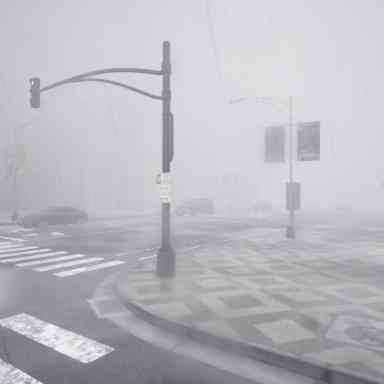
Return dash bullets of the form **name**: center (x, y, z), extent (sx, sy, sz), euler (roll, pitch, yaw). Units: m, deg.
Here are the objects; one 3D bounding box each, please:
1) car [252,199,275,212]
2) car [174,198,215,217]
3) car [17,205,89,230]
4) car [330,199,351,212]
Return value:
- **car**: center (11.028, 2.297, 52.061), extent (1.837, 1.490, 4.892), euler (0, -1, 35)
- **car**: center (0.385, 1.680, 37.146), extent (2.150, 2.045, 5.566), euler (0, 0, 36)
- **car**: center (-9.530, 1.721, 23.162), extent (1.837, 1.490, 4.892), euler (0, -1, 35)
- **car**: center (24.538, 2.383, 54.115), extent (2.128, 1.511, 4.902), euler (0, -1, 36)
